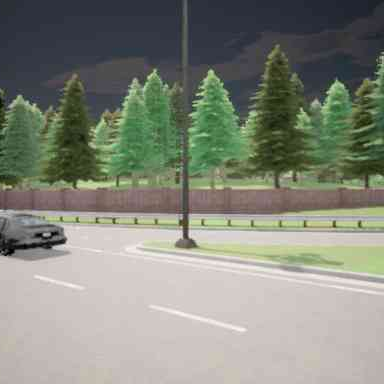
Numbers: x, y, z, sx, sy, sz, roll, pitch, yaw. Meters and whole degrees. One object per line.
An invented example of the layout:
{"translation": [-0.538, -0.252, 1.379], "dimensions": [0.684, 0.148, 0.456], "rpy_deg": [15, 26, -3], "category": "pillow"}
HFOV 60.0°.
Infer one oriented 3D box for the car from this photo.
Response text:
{"translation": [-7.262, 1.579, 13.326], "dimensions": [5.357, 1.411, 2.033], "rpy_deg": [0, 0, 35], "category": "car"}
